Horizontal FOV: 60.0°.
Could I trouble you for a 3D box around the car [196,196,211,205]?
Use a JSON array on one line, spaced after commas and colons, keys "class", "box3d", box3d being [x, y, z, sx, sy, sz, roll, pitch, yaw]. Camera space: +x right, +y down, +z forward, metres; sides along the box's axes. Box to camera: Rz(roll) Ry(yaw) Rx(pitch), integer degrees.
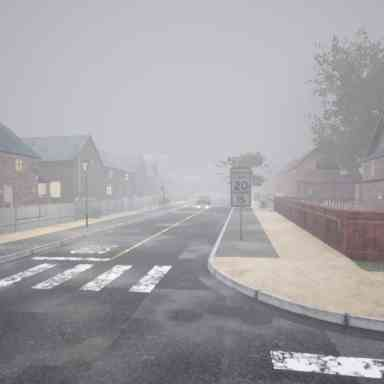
[{"class": "car", "box3d": [1.869, 1.287, 50.794, 1.994, 1.385, 4.181, -1, 0, 8]}]
